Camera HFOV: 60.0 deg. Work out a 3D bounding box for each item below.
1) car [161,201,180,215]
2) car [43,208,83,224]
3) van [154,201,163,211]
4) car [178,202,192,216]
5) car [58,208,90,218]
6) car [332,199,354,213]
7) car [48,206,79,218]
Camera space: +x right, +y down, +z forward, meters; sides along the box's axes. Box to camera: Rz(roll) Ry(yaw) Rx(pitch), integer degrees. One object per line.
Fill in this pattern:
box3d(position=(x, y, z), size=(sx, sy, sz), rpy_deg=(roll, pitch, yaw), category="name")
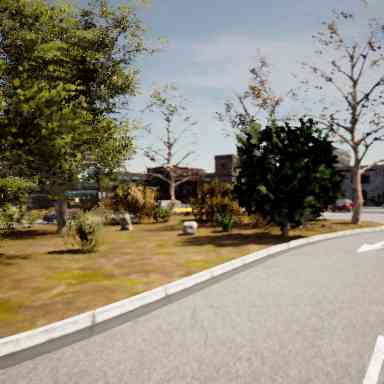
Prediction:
box3d(position=(-1.033, 2.236, 41.458), size=(1.946, 1.575, 5.366), rpy_deg=(-3, -2, 37), category="car")
box3d(position=(-16.025, 3.149, 41.604), size=(1.837, 1.490, 4.892), rpy_deg=(-1, -1, 40), category="car")
box3d(position=(-3.087, 2.128, 43.386), size=(1.878, 1.987, 4.442), rpy_deg=(-3, -2, 37), category="van")
box3d(position=(1.089, 2.134, 39.856), size=(1.946, 1.575, 5.366), rpy_deg=(-3, -2, 37), category="car")
box3d(position=(-19.708, 3.453, 55.818), size=(2.002, 1.452, 4.674), rpy_deg=(-4, -3, 37), category="car")
box3d(position=(19.195, 1.627, 41.800), size=(2.185, 1.767, 4.553), rpy_deg=(-2, -1, 37), category="car")
box3d(position=(-22.270, 3.469, 57.694), size=(2.185, 1.767, 4.553), rpy_deg=(-4, -3, 37), category="car")
